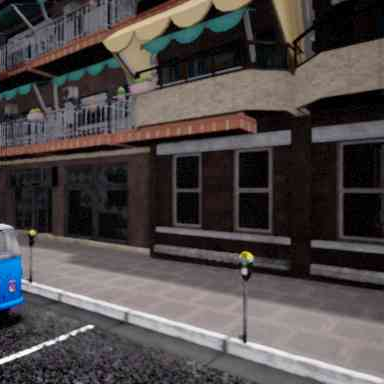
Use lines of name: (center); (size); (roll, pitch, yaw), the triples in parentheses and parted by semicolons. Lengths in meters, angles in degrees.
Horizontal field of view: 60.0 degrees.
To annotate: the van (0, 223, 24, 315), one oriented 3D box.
van: (-4.908, 1.416, 6.359); (3.998, 1.788, 1.690); (-1, 0, 36)
